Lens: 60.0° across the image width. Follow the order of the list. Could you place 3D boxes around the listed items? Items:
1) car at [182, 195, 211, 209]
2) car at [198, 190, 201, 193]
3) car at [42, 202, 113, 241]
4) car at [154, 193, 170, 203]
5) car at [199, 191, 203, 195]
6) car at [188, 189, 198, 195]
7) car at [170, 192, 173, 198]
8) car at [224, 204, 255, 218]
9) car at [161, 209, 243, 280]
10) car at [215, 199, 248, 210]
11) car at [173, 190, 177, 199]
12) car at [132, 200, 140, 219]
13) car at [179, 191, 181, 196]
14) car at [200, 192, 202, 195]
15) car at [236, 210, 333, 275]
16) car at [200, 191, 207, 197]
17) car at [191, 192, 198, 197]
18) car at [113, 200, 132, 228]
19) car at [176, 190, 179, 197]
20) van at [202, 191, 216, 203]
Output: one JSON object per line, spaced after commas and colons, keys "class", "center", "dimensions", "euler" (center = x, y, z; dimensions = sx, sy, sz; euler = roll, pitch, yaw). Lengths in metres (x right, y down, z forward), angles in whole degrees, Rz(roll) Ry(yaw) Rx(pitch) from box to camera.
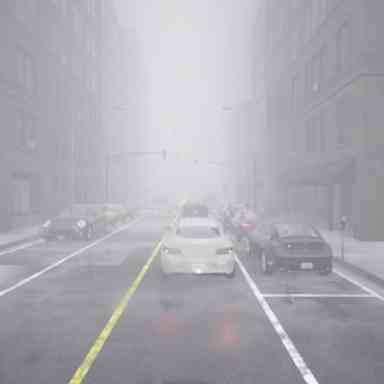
{"class": "car", "center": [0.256, 1.262, 25.804], "dimensions": [1.882, 1.535, 5.008], "euler": [0, 1, 0]}
{"class": "car", "center": [3.146, 0.621, 81.974], "dimensions": [2.192, 1.841, 5.009], "euler": [0, 1, 0]}
{"class": "car", "center": [-5.297, 1.310, 15.496], "dimensions": [1.967, 1.590, 4.097], "euler": [0, 0, 0]}
{"class": "car", "center": [-5.058, 1.102, 53.613], "dimensions": [2.008, 1.369, 4.403], "euler": [0, 0, 0]}
{"class": "car", "center": [3.111, 0.939, 76.295], "dimensions": [1.802, 1.307, 4.206], "euler": [0, 1, 0]}
{"class": "car", "center": [0.519, 0.642, 83.683], "dimensions": [2.097, 1.767, 4.553], "euler": [0, 1, 0]}
{"class": "car", "center": [-5.022, 1.048, 59.294], "dimensions": [1.887, 1.381, 4.507], "euler": [0, 0, 0]}
{"class": "car", "center": [2.728, 1.452, 15.454], "dimensions": [1.802, 1.307, 4.206], "euler": [0, 0, 0]}
{"class": "car", "center": [0.157, 1.445, 9.577], "dimensions": [1.812, 1.442, 4.674], "euler": [0, 1, 0]}
{"class": "car", "center": [2.763, 1.264, 20.972], "dimensions": [1.967, 1.590, 4.097], "euler": [0, 0, 0]}
{"class": "car", "center": [-4.916, 0.884, 76.169], "dimensions": [1.752, 1.417, 4.829], "euler": [0, 1, 0]}
{"class": "car", "center": [-5.228, 1.329, 26.533], "dimensions": [2.008, 1.369, 4.403], "euler": [0, 0, 0]}
{"class": "car", "center": [-4.807, 0.769, 93.383], "dimensions": [1.947, 1.339, 4.313], "euler": [0, 1, 0]}
{"class": "car", "center": [3.039, 1.038, 64.933], "dimensions": [1.802, 1.307, 4.206], "euler": [0, 1, 0]}
{"class": "car", "center": [2.693, 1.467, 9.935], "dimensions": [2.008, 1.369, 4.403], "euler": [0, 0, 0]}
{"class": "car", "center": [3.218, 0.643, 93.337], "dimensions": [1.967, 1.590, 4.097], "euler": [0, 1, 0]}
{"class": "car", "center": [0.582, 0.737, 93.747], "dimensions": [1.895, 1.301, 4.718], "euler": [0, 1, 0]}
{"class": "car", "center": [-5.264, 1.351, 20.844], "dimensions": [1.752, 1.417, 4.829], "euler": [0, 0, 0]}
{"class": "car", "center": [-4.879, 0.872, 82.021], "dimensions": [1.947, 1.339, 4.313], "euler": [0, 1, 0]}
{"class": "van", "center": [2.967, 0.892, 53.569], "dimensions": [1.690, 1.788, 3.998], "euler": [0, 0, 0]}
